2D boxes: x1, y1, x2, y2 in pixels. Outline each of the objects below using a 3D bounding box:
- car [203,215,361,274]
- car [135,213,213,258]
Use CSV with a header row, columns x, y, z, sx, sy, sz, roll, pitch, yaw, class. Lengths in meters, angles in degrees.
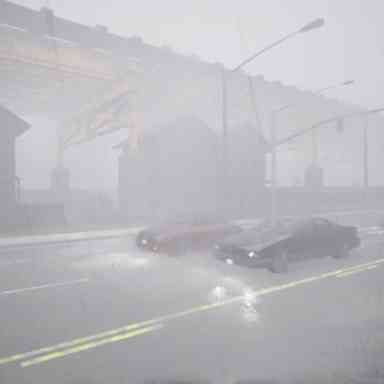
x,y,z,sx,sy,sz,roll,pitch,yaw,class
3.188,1.470,10.518,5.357,1.411,2.033,-1,0,-35,car
0.000,1.499,12.553,4.181,1.385,1.994,-1,0,-35,car
